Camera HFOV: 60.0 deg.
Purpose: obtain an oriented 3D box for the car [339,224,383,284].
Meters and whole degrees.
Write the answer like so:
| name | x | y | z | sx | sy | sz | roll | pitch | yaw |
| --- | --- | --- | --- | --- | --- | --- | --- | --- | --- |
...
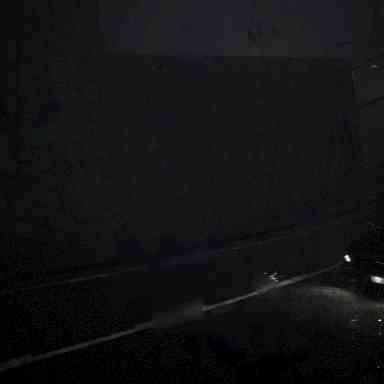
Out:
| name | x | y | z | sx | sy | sz | roll | pitch | yaw |
| --- | --- | --- | --- | --- | --- | --- | --- | --- | --- |
| car | 5.814 | 1.131 | 8.060 | 5.357 | 1.411 | 2.033 | -6 | 3 | -35 |
